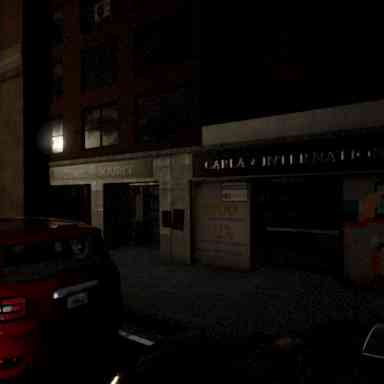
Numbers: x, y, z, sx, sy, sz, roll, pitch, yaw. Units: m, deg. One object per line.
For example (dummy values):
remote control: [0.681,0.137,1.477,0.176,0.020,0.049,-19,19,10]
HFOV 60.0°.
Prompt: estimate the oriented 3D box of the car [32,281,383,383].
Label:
car: [1.216,1.551,1.987,4.403,1.369,2.008,0,-1,36]

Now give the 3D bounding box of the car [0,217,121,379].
car: [-3.244,1.316,5.174,5.009,1.841,2.192,0,-1,36]
